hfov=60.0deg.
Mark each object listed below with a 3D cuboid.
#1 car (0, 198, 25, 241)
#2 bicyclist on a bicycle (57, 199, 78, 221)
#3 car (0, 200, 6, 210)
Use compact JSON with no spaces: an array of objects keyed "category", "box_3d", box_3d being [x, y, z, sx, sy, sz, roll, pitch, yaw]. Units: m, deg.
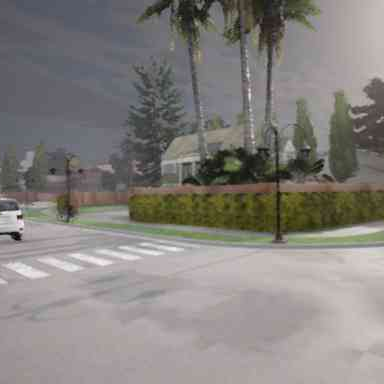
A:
[{"category":"car","box_3d":[-10.087,1.315,16.243,5.566,2.045,2.150,-1,0,45]},{"category":"bicyclist on a bicycle","box_3d":[-9.415,1.364,25.139,0.582,1.620,1.656,-1,0,45]},{"category":"car","box_3d":[-26.712,1.784,43.588,2.033,1.411,5.357,-1,0,-5]}]
